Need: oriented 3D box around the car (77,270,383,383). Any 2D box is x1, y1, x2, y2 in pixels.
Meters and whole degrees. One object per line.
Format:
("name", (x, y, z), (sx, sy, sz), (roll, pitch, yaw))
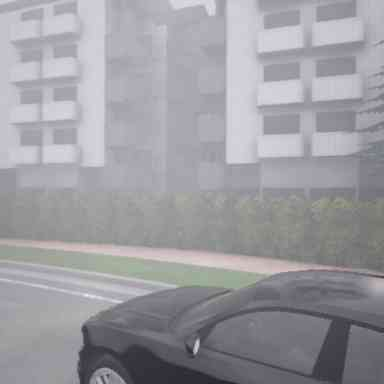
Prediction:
("car", (1.092, 1.475, 2.906), (5.008, 1.535, 1.882), (0, 0, 34))
